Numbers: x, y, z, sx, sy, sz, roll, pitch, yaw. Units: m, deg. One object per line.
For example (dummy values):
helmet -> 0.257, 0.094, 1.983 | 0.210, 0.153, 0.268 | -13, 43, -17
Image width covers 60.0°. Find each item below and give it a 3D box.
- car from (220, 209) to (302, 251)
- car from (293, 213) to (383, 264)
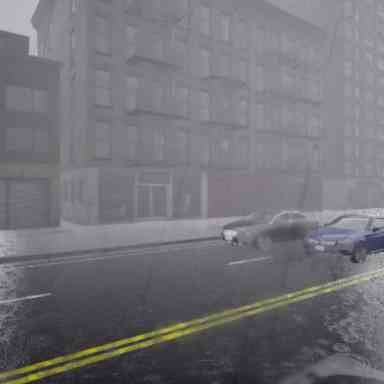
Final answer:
car -> 3.394, 1.488, 14.083 | 4.902, 1.511, 2.128 | 0, 0, -35
car -> 5.958, 1.520, 11.920 | 4.674, 1.442, 1.812 | 0, 0, -35
